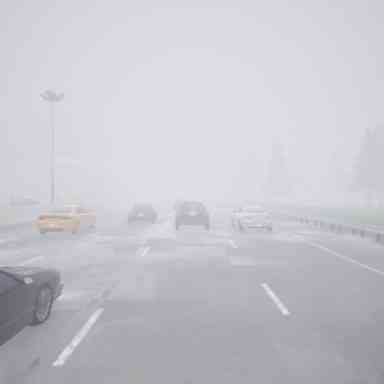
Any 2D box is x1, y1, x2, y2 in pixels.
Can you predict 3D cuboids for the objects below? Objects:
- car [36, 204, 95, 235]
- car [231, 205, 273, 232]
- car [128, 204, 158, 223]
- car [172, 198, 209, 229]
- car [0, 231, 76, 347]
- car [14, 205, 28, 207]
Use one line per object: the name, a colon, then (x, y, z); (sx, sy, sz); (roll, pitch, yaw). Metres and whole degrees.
car: (-6.961, 1.479, 18.932); (1.882, 1.535, 5.008); (0, 0, -1)
car: (3.513, 1.527, 19.947); (1.812, 1.442, 4.674); (0, 0, -1)
car: (-3.672, 1.565, 25.274); (1.994, 1.385, 4.181); (0, 0, -3)
car: (-0.038, 1.353, 21.828); (2.097, 1.767, 4.553); (0, 0, -1)
car: (-3.398, 1.548, 3.997); (2.033, 1.411, 5.357); (0, 0, 0)
car: (-18.854, 1.495, 37.755); (2.128, 1.511, 4.902); (0, 0, -6)
